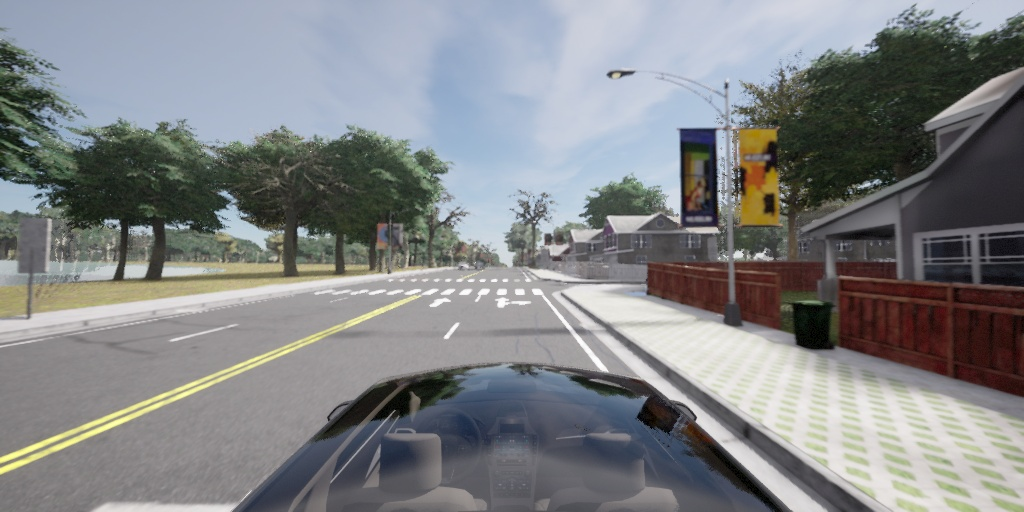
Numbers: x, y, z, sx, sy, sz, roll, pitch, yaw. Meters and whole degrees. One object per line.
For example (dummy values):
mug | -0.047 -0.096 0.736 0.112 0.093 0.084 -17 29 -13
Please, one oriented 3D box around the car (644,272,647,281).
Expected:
car | 12.236 1.389 25.340 5.357 1.411 2.033 0 -2 0
